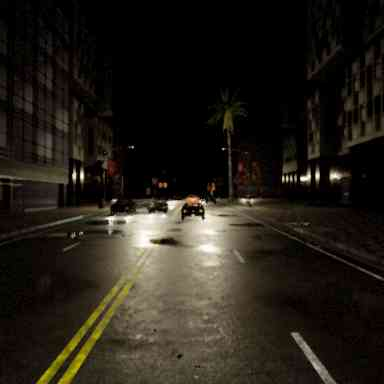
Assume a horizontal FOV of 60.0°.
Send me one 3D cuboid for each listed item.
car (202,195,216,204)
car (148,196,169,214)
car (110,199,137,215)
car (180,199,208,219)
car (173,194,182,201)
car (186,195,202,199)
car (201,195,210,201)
[{"bbox_3d":[3.326,1.391,60.922,1.837,1.490,4.892,0,0,0],"label":"car"},{"bbox_3d":[-3.362,1.452,34.249,2.033,1.411,5.357,0,0,0],"label":"car"},{"bbox_3d":[-6.609,1.386,32.398,1.882,1.535,5.008,0,0,0],"label":"car"},{"bbox_3d":[0.090,1.520,27.916,1.895,1.301,4.718,0,0,0],"label":"car"},{"bbox_3d":[-3.279,1.295,76.038,1.812,1.442,4.674,0,0,0],"label":"car"},{"bbox_3d":[0.081,1.238,51.272,2.097,1.767,4.553,0,0,0],"label":"car"},{"bbox_3d":[3.219,1.402,78.318,1.882,1.535,5.008,0,0,0],"label":"car"}]
